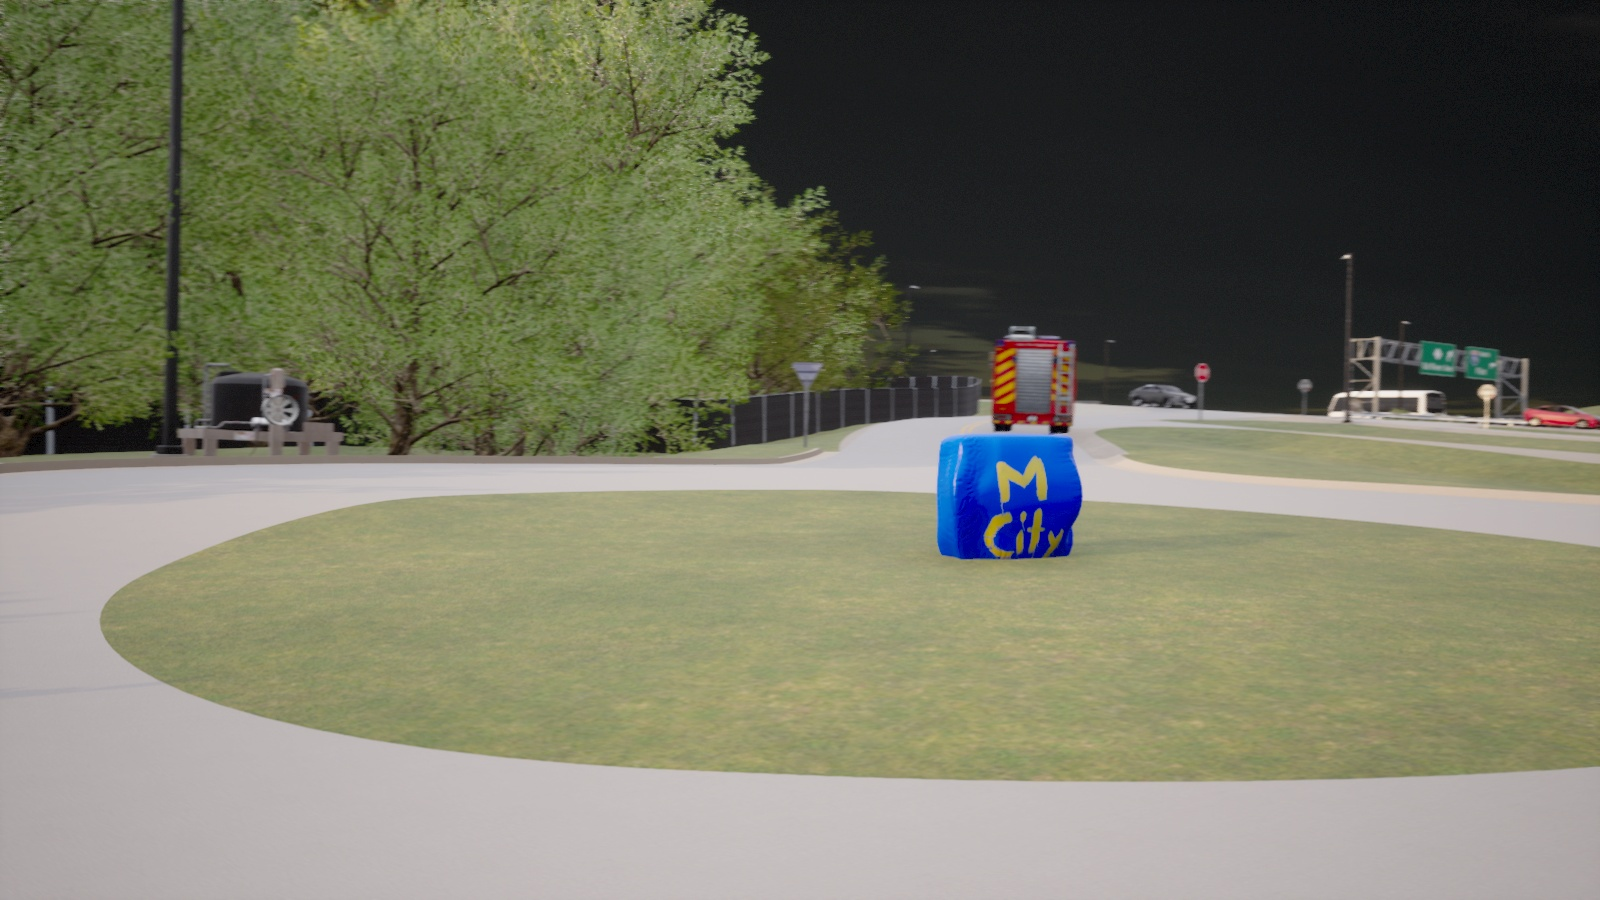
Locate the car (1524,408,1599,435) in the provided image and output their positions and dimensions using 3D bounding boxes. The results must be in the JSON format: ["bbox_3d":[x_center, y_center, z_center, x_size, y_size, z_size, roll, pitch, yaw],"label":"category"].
[{"bbox_3d":[50.949,-1.872,83.373,2.007,1.525,4.514,1,4,-42],"label":"car"}]

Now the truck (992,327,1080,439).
[{"bbox_3d":[8.993,-2.704,48.303,2.891,3.827,8.468,3,5,10],"label":"truck"}]

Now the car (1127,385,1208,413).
[{"bbox_3d":[23.665,-3.338,81.046,2.128,1.511,4.902,2,4,-26],"label":"car"}]
